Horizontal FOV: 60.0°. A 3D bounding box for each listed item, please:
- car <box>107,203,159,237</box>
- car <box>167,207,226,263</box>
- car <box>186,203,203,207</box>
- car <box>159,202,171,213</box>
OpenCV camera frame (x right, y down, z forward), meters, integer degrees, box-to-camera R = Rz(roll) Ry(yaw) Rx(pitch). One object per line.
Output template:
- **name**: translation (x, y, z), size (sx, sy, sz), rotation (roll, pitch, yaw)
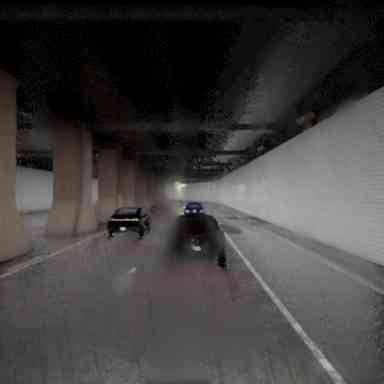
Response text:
- **car**: translation (-3.332, 1.578, 18.516), size (2.128, 1.511, 4.902), rotation (0, 0, 0)
- **car**: translation (0.143, 1.539, 12.315), size (1.882, 1.535, 5.008), rotation (0, 0, 0)
- **car**: translation (0.217, 1.701, 30.813), size (2.033, 1.411, 5.357), rotation (0, 0, 0)
- **car**: translation (-3.262, 1.775, 36.153), size (1.895, 1.301, 4.718), rotation (0, 0, 0)
